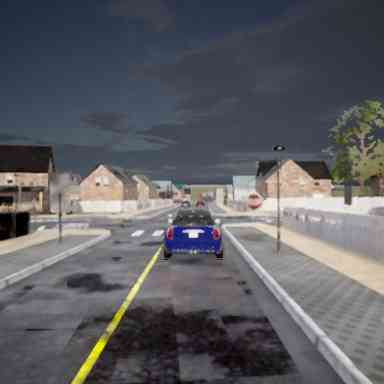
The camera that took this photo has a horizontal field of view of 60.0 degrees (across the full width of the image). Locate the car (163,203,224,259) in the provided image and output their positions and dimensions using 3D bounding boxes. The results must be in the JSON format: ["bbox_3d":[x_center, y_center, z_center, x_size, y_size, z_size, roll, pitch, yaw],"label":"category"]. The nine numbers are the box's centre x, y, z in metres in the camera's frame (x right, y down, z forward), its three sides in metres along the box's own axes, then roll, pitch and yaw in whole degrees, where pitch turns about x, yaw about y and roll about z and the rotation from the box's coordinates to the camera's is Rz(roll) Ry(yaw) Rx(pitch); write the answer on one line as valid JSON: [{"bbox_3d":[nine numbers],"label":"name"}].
[{"bbox_3d":[0.080,1.484,13.272,2.097,1.767,4.553,0,-1,1],"label":"car"}]

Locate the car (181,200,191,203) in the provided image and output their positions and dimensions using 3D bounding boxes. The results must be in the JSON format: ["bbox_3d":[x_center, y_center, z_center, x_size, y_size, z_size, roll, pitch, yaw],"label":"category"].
[{"bbox_3d":[-1.248,2.434,67.721,1.812,1.442,4.674,0,-1,2],"label":"car"}]

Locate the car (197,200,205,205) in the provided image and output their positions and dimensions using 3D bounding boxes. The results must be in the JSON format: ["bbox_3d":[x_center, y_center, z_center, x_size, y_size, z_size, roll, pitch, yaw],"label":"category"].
[{"bbox_3d":[2.398,2.694,85.521,1.895,1.301,4.718,0,-1,3],"label":"car"}]

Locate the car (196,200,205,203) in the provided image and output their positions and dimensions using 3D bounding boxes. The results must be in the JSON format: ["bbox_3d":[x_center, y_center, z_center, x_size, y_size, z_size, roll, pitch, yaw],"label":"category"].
[{"bbox_3d":[1.872,2.576,75.498,1.812,1.442,4.674,0,-1,3],"label":"car"}]
